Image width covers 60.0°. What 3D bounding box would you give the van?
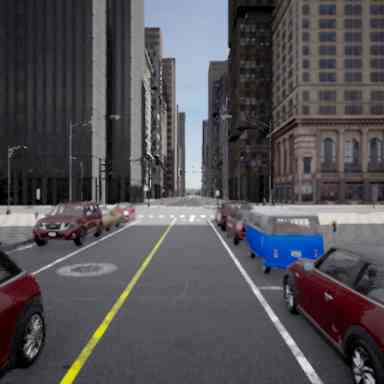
[{"bbox_3d":[2.748,1.422,10.659,1.690,1.788,3.998,0,0,0],"label":"van"}]

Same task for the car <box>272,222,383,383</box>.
[{"bbox_3d":[2.754,1.479,5.056,1.967,1.590,4.097,0,0,0],"label":"car"}]

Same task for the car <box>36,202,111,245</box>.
[{"bbox_3d":[-5.783,1.437,16.251,2.192,1.841,5.009,0,0,0],"label":"car"}]

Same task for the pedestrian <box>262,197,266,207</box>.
[{"bbox_3d":[7.103,1.394,32.946,0.375,1.860,0.375,0,0,0],"label":"pedestrian"}]

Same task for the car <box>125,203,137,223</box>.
[{"bbox_3d":[-5.793,1.645,27.454,1.967,1.590,4.097,0,0,0],"label":"car"}]

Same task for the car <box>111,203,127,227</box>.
[{"bbox_3d":[-5.787,1.687,21.681,1.752,1.417,4.829,0,0,0],"label":"car"}]

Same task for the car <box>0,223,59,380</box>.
[{"bbox_3d":[-3.103,1.373,2.769,2.097,1.767,4.553,0,0,0],"label":"car"}]

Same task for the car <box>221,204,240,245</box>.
[{"bbox_3d":[2.743,1.562,16.259,1.967,1.590,4.097,0,0,0],"label":"car"}]

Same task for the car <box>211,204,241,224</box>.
[{"bbox_3d":[2.733,1.757,27.462,2.008,1.369,4.403,0,0,0],"label":"car"}]

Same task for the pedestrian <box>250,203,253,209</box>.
[{"bbox_3d":[6.102,1.682,34.145,0.375,1.300,0.375,0,0,0],"label":"pedestrian"}]

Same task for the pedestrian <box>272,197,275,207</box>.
[{"bbox_3d":[8.103,1.405,33.548,0.375,1.860,0.375,0,0,0],"label":"pedestrian"}]

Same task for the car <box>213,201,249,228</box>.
[{"bbox_3d":[2.737,1.479,21.862,2.192,1.841,5.009,0,0,0],"label":"car"}]
